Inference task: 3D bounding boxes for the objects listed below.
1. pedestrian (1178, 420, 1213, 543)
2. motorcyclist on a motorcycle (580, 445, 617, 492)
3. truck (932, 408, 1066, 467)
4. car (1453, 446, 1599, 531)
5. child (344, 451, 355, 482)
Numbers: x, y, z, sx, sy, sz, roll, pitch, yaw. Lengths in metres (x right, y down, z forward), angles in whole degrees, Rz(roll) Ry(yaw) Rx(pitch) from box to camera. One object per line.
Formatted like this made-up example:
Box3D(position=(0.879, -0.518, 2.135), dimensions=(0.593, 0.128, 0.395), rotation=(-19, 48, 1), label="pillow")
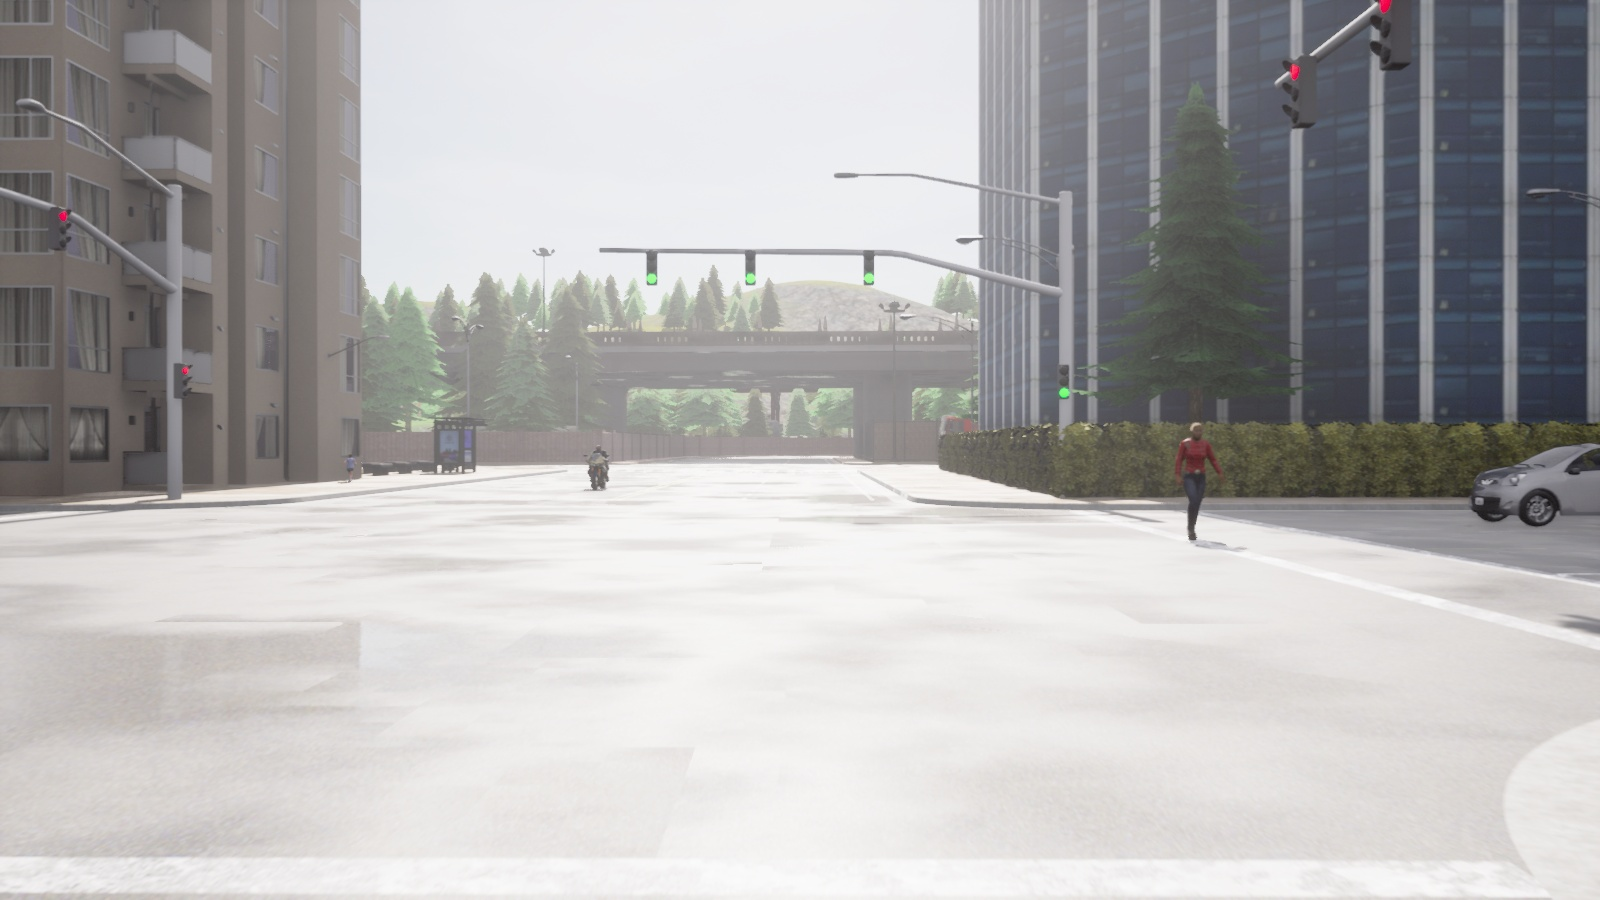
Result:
Box3D(position=(6.030, 0.470, 19.167), dimensions=(0.331, 1.846, 0.636), rotation=(0, 0, 1), label="pedestrian")
Box3D(position=(-6.746, 0.604, 42.076), dimensions=(0.866, 1.530, 2.191), rotation=(0, 0, 0), label="motorcyclist on a motorcycle")
Box3D(position=(13.162, -0.804, 83.619), dimensions=(8.468, 3.827, 2.891), rotation=(0, 0, 0), label="truck")
Box3D(position=(14.353, 0.677, 23.164), dimensions=(3.633, 1.501, 1.845), rotation=(0, 0, 0), label="car")
Box3D(position=(-15.996, 0.589, 44.619), dimensions=(0.255, 1.110, 0.394), rotation=(0, 0, 0), label="child")
